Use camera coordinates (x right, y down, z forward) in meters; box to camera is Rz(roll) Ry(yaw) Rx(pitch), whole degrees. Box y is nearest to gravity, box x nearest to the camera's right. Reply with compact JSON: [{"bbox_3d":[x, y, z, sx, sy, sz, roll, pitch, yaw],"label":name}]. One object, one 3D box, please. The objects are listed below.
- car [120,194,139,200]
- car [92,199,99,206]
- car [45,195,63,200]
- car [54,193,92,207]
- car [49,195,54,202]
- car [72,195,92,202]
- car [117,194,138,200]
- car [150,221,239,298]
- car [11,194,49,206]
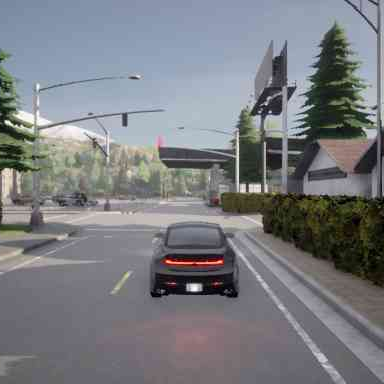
[{"bbox_3d":[-16.481,1.339,87.671,4.514,1.523,2.007,0,0,0],"label":"car"},{"bbox_3d":[-16.167,1.361,50.278,3.806,1.475,1.970,0,0,0],"label":"car"},{"bbox_3d":[-35.077,1.384,84.577,3.806,1.475,1.970,0,0,0],"label":"car"},{"bbox_3d":[-16.760,1.077,46.950,3.866,1.878,1.905,0,0,0],"label":"car"},{"bbox_3d":[-24.005,1.298,62.653,4.514,1.523,2.007,0,0,0],"label":"car"},{"bbox_3d":[-24.018,1.319,72.646,3.633,1.501,1.845,0,0,0],"label":"car"},{"bbox_3d":[-16.411,1.330,84.534,5.027,1.636,2.152,0,0,0],"label":"car"},{"bbox_3d":[0.061,1.505,8.527,1.837,1.490,4.892,0,0,0],"label":"car"},{"bbox_3d":[-24.646,1.097,50.192,4.605,1.855,1.932,0,0,0],"label":"car"}]
